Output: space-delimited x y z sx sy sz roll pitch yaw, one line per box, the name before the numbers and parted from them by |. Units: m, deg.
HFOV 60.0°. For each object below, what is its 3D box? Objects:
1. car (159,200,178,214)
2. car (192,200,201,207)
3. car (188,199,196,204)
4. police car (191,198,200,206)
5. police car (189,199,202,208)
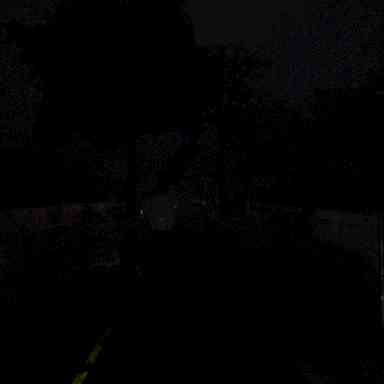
car | -2.835 1.773 41.418 2.097 1.767 4.553 0 -1 0
car | 0.835 2.324 69.865 1.812 1.442 4.674 0 -1 0
car | 0.014 2.584 94.557 1.994 1.385 4.181 0 -1 0
police car | 0.836 2.312 75.978 1.930 1.638 5.238 0 -1 0
police car | 0.834 2.088 59.972 1.930 1.638 5.238 0 -1 0
